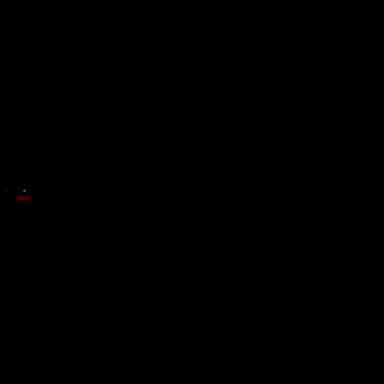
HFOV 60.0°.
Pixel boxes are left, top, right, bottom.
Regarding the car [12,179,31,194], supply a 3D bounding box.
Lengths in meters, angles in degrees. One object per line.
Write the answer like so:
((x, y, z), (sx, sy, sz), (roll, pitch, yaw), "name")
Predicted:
((-18.934, -0.679, 37.341), (1.837, 1.490, 4.892), (4, 4, -30), "car")
